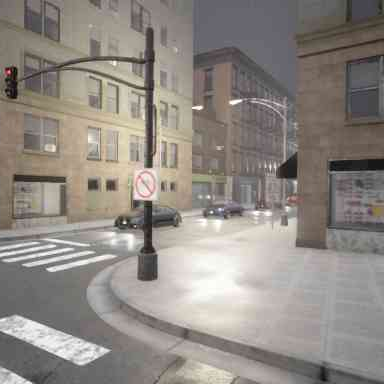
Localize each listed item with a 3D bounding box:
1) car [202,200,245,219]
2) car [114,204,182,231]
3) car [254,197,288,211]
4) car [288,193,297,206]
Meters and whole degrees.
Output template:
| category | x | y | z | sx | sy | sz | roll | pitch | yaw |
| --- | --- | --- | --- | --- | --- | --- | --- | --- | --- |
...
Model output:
| category | x | y | z | sx | sy | sz | roll | pitch | yaw |
| --- | --- | --- | --- | --- | --- | --- | --- | --- | --- |
| car | 2.534 | 1.296 | 26.231 | 1.994 | 1.385 | 4.181 | 1 | 1 | 34 |
| car | -2.382 | 1.388 | 18.865 | 1.994 | 1.385 | 4.181 | 1 | 1 | 34 |
| car | 8.035 | 1.190 | 34.456 | 1.994 | 1.385 | 4.181 | 1 | 1 | 34 |
| car | 13.760 | 0.869 | 42.964 | 2.097 | 1.767 | 4.553 | 1 | 1 | 34 |
